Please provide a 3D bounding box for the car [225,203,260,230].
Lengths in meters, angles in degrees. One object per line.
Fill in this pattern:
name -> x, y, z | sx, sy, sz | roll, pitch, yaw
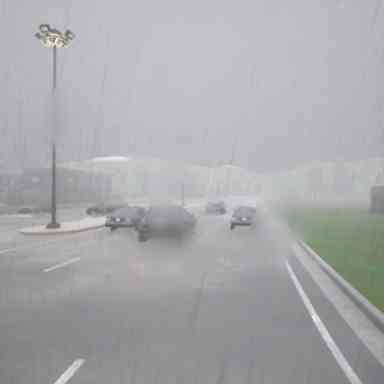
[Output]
car -> 3.640, 1.703, 22.744 | 2.033, 1.411, 5.357 | 0, 0, 11

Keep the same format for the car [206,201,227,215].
car -> 2.785, 1.729, 37.074 | 2.128, 1.511, 4.902 | 0, 0, 11

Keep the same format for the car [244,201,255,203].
car -> 7.207, 1.812, 41.596 | 1.812, 1.442, 4.674 | 0, 0, 11

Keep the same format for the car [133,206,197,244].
car -> -1.045, 1.447, 16.534 | 2.097, 1.767, 4.553 | 0, 0, 10

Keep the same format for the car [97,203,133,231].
car -> -3.744, 1.659, 21.390 | 2.033, 1.411, 5.357 | 0, 0, 11

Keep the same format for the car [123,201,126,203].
car -> -10.703, 1.800, 47.432 | 1.994, 1.385, 4.181 | 0, 0, 11

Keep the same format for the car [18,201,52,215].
car -> -16.517, 1.701, 35.628 | 1.994, 1.385, 4.181 | 0, 0, 11

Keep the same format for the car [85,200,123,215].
car -> -9.441, 1.770, 35.385 | 1.895, 1.301, 4.718 | 0, 0, 11
